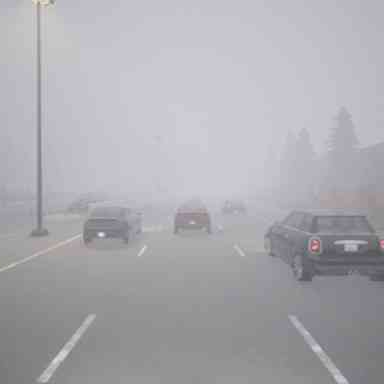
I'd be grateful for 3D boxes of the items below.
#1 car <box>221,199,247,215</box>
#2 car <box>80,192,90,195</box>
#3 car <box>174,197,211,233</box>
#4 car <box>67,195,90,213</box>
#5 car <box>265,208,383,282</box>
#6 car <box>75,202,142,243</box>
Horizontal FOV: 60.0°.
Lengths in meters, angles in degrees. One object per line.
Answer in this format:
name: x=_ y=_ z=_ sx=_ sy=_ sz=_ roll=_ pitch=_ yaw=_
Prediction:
car: x=3.640 y=1.295 z=29.726 sx=1.895 sy=1.301 sz=4.718 roll=0 pitch=1 yaw=1
car: x=-13.743 y=0.910 z=43.041 sx=2.097 sy=1.767 sz=4.553 roll=0 pitch=1 yaw=2
car: x=0.017 y=1.288 z=18.336 sx=1.882 sy=1.535 sz=5.008 roll=0 pitch=1 yaw=0
car: x=-10.489 y=1.267 z=32.487 sx=1.895 sy=1.301 sz=4.718 roll=0 pitch=1 yaw=2
car: x=3.567 y=1.252 z=9.606 sx=2.097 sy=1.767 sz=4.553 roll=0 pitch=1 yaw=0
car: x=-3.471 y=1.349 z=15.112 sx=1.837 sy=1.490 sz=4.892 roll=0 pitch=1 yaw=0
